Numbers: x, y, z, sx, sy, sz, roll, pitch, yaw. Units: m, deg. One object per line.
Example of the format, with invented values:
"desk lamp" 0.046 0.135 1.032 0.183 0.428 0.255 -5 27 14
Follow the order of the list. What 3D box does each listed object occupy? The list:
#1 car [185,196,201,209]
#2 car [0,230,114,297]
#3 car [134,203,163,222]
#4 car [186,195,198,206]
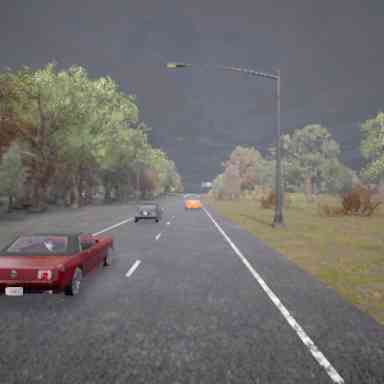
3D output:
"car" 0.111 1.486 46.756 2.097 1.767 4.553 0 0 0
"car" -3.402 1.625 8.619 1.895 1.301 4.718 0 0 0
"car" -3.400 1.624 26.744 2.033 1.411 5.357 0 0 0
"car" 0.007 1.527 60.133 2.097 1.767 4.553 0 0 0
